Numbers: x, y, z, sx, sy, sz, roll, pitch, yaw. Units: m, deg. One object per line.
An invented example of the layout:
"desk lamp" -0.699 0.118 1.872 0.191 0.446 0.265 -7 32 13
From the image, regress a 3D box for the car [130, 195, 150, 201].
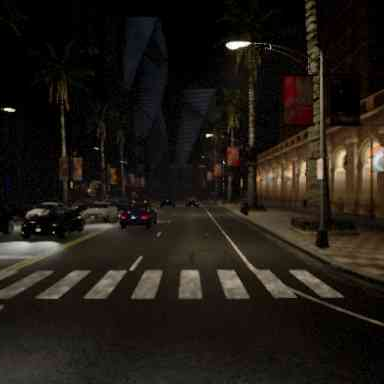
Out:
"car" -6.977 1.323 45.892 2.097 1.767 4.553 0 0 0

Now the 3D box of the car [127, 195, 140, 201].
"car" -13.922 1.431 79.632 2.231 1.521 4.892 0 0 -1

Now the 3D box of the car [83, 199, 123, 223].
"car" -7.010 1.510 25.869 1.812 1.442 4.674 0 0 0

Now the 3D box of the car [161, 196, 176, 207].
"car" -3.496 1.321 49.046 2.097 1.767 4.553 0 0 0

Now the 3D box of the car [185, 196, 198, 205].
"car" -0.101 1.511 58.014 2.033 1.411 5.357 0 0 -1

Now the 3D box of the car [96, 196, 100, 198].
"car" -13.617 1.323 50.259 2.185 1.767 4.553 0 0 -1

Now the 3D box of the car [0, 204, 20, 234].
"car" -10.577 1.342 15.903 2.097 1.767 4.553 0 0 0

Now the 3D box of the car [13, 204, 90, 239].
"car" -7.070 1.553 17.275 1.994 1.385 4.181 0 0 0

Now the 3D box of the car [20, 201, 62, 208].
"car" -10.513 1.510 24.674 1.812 1.442 4.674 0 0 0

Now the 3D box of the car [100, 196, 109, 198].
"car" -10.476 1.463 45.054 2.128 1.511 4.902 0 0 0

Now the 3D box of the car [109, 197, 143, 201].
"car" -6.997 1.525 35.762 2.033 1.411 5.357 0 0 0

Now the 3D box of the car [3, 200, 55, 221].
"car" -13.689 1.495 28.328 2.161 1.482 4.786 0 0 -1

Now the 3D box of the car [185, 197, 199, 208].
"car" 0.006 1.571 47.834 1.895 1.301 4.718 0 0 -1

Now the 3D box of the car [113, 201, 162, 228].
"car" -3.399 1.534 21.806 2.033 1.411 5.357 0 0 0
